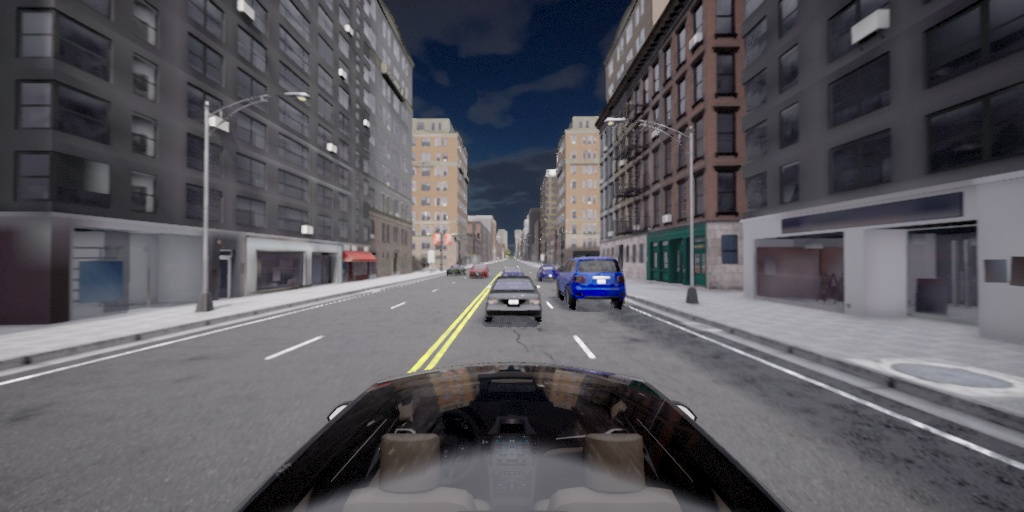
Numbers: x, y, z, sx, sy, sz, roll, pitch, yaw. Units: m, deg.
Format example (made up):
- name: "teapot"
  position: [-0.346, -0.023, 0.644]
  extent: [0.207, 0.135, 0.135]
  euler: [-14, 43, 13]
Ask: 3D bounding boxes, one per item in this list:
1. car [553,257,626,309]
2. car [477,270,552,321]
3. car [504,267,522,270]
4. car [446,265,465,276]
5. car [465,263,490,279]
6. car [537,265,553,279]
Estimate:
- name: "car"
  position: [3.332, 1.094, 15.972]
  extent: [2.150, 2.045, 5.566]
  euler: [0, -1, 0]
- name: "car"
  position: [0.064, 1.397, 12.905]
  extent: [2.033, 1.411, 5.357]
  euler: [0, 0, 0]
- name: "car"
  position: [0.078, 1.612, 31.107]
  extent: [1.895, 1.301, 4.718]
  euler: [0, -1, 0]
- name: "car"
  position: [-6.589, 1.715, 42.724]
  extent: [1.895, 1.301, 4.718]
  euler: [0, -1, 0]
- name: "car"
  position: [-3.351, 1.544, 37.325]
  extent: [1.882, 1.535, 5.008]
  euler: [0, -1, 0]
- name: "car"
  position: [3.333, 1.557, 33.429]
  extent: [1.812, 1.442, 4.674]
  euler: [0, -1, 0]
